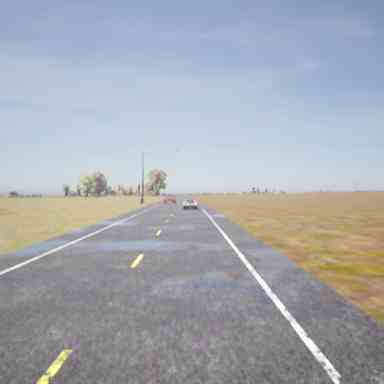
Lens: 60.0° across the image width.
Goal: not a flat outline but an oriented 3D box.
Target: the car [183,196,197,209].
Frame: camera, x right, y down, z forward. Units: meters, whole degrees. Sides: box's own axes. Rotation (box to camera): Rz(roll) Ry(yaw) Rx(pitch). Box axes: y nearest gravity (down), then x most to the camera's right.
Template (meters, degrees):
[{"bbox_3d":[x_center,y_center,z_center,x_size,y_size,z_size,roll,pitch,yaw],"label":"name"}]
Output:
[{"bbox_3d":[-0.276,1.600,44.628,1.895,1.301,4.718,0,0,-1],"label":"car"}]

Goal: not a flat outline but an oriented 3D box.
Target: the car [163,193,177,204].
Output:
[{"bbox_3d":[-4.266,1.238,64.022,2.150,2.045,5.566,0,0,-1],"label":"car"}]

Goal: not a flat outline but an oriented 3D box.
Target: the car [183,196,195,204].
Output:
[{"bbox_3d":[-0.630,1.508,62.782,2.128,1.511,4.902,0,0,-1],"label":"car"}]
